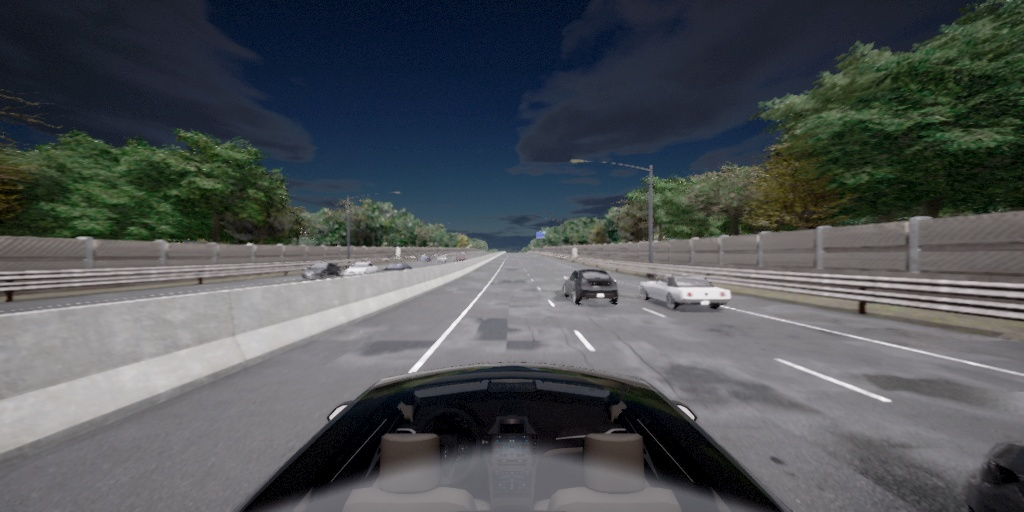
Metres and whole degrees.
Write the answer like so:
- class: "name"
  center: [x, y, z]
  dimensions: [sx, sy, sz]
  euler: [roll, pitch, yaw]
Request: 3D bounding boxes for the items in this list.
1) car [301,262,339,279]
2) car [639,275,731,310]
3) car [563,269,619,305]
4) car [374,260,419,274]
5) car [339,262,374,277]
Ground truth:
- class: "car"
  center: [-17.588, 1.331, 33.394]
  dimensions: [1.812, 1.442, 4.674]
  euler: [0, 1, 0]
- class: "car"
  center: [7.101, 1.457, 15.407]
  dimensions: [1.895, 1.301, 4.718]
  euler: [0, 0, 0]
- class: "car"
  center: [3.601, 1.367, 16.989]
  dimensions: [1.837, 1.490, 4.892]
  euler: [0, 0, 0]
- class: "car"
  center: [-10.593, 1.353, 33.398]
  dimensions: [2.033, 1.411, 5.357]
  euler: [0, 1, 0]
- class: "car"
  center: [-14.088, 1.328, 33.810]
  dimensions: [1.812, 1.442, 4.674]
  euler: [0, 1, 0]
